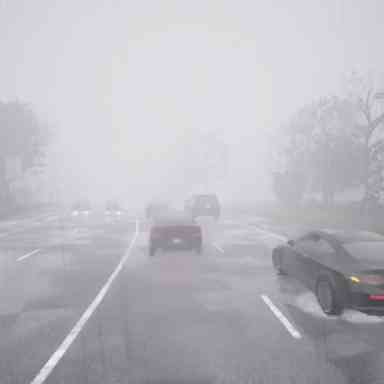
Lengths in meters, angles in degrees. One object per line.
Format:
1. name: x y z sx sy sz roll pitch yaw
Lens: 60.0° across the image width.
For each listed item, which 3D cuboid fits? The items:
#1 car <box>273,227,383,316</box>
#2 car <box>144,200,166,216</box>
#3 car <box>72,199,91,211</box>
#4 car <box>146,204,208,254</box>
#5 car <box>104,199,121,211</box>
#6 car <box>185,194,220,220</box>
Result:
1. car: 3.249 1.511 7.384 1.812 1.442 4.674 0 0 -3
2. car: -3.238 1.449 29.760 1.882 1.535 5.008 0 0 -12
3. car: -13.332 1.529 40.196 1.994 1.385 4.181 0 0 -17
4. car: -0.716 1.464 13.451 1.882 1.535 5.008 0 0 -5
5. car: -9.494 1.512 39.682 2.033 1.411 5.357 0 0 -16
6. car: 0.737 1.190 27.815 2.150 2.045 5.566 0 0 -11
